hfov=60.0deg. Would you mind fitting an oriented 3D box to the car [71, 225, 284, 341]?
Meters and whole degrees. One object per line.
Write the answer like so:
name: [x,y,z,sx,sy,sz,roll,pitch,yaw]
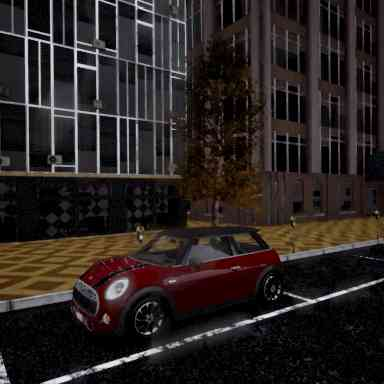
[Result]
car: [-0.156,1.439,6.429,4.097,1.590,1.967,0,-1,-35]
